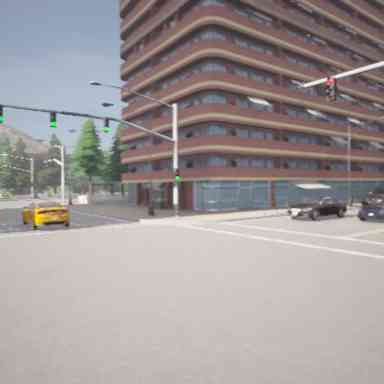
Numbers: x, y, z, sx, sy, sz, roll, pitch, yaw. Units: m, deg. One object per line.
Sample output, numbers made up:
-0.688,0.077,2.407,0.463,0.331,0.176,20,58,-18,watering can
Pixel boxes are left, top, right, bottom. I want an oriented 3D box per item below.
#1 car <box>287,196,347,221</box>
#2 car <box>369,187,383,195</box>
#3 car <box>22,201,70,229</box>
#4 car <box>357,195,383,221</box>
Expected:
8.412,1.021,22.224,4.902,1.511,2.128,-1,1,-36,car
16.569,0.559,28.132,5.566,2.045,2.150,-1,1,-36,car
-8.775,1.247,19.807,1.882,1.535,5.008,-1,1,-36,car
12.010,1.080,20.511,4.181,1.385,1.994,-1,1,-36,car
